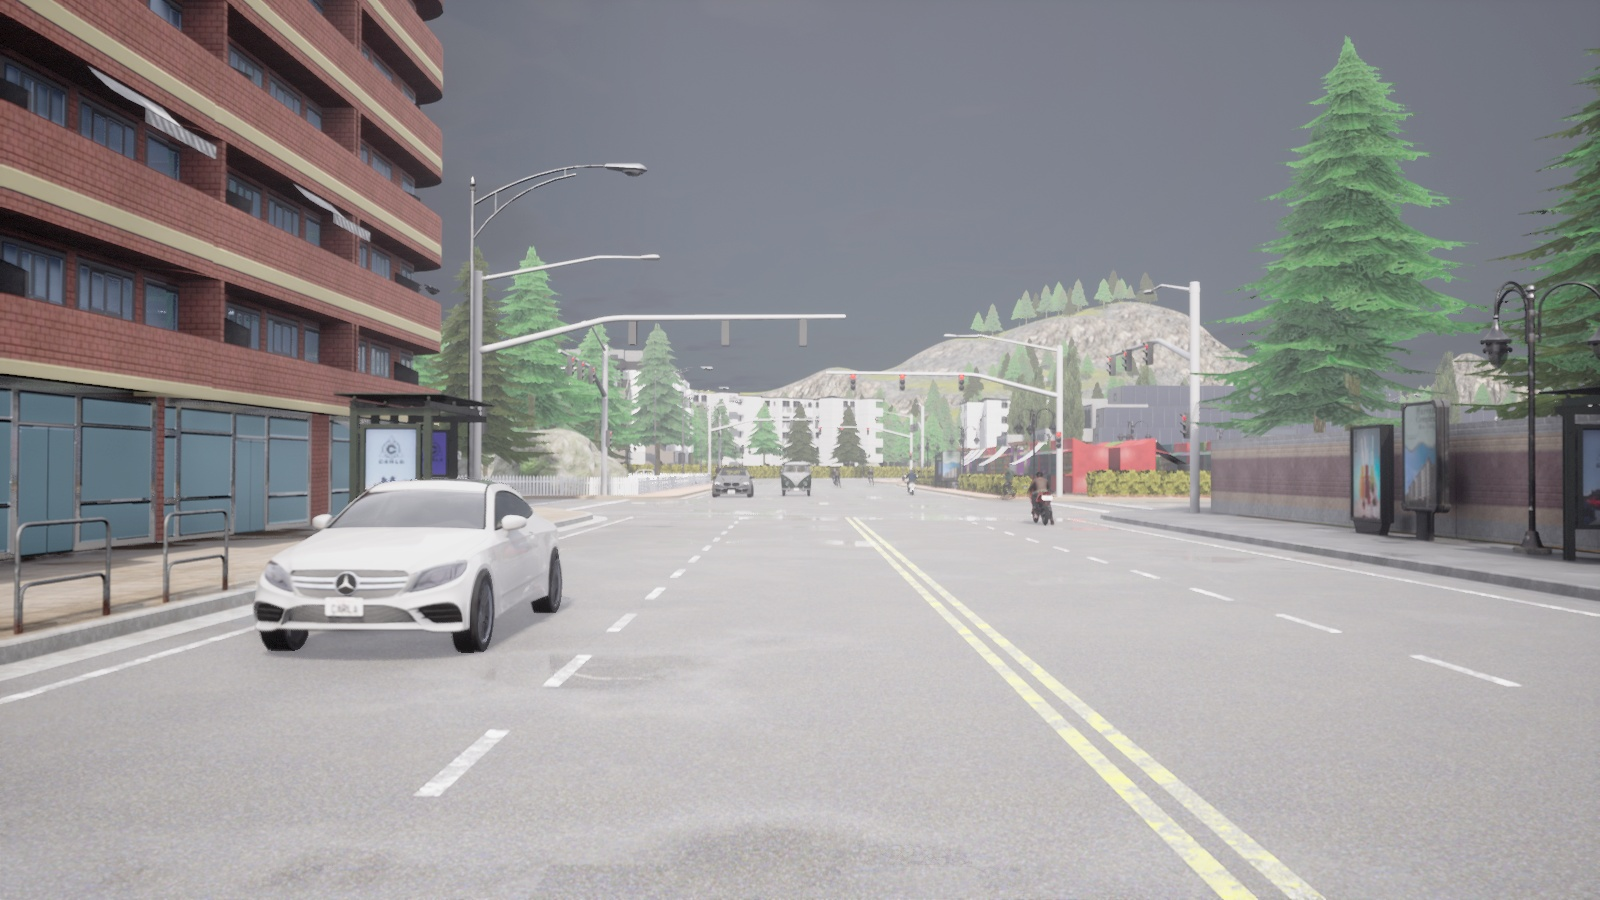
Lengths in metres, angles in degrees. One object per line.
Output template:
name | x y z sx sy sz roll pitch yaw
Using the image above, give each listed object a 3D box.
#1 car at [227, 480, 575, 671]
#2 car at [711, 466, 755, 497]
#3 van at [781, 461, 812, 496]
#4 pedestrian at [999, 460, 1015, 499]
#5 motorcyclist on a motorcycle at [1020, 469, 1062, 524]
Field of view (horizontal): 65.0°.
car | -3.532 1.034 12.129 1.812 1.442 4.674 0 -1 1
car | -3.692 1.724 69.951 2.242 1.667 4.611 0 -1 0
van | -0.200 1.673 73.580 1.775 1.987 4.442 0 -1 0
pedestrian | 10.463 1.476 63.426 0.788 1.949 0.423 0 -1 6
motorcyclist on a motorcycle | 6.902 1.308 36.011 0.797 1.523 2.044 0 -1 0
